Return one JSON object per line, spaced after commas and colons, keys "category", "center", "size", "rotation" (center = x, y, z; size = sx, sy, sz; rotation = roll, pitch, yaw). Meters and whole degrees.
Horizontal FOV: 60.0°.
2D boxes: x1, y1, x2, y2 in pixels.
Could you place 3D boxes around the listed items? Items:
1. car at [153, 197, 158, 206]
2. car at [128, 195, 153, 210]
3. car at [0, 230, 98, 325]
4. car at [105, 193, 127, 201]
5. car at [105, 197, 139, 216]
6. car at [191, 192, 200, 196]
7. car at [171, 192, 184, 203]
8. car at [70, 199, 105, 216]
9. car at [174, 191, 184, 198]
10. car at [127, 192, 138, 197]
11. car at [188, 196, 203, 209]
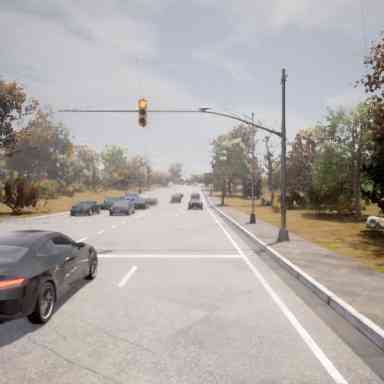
{"category": "car", "center": [-6.626, 1.523, 54.143], "size": [1.895, 1.301, 4.718], "rotation": [0, 1, 1]}
{"category": "car", "center": [-6.732, 1.477, 43.605], "size": [1.882, 1.535, 5.008], "rotation": [0, 0, 1]}
{"category": "car", "center": [-3.400, 1.526, 7.007], "size": [1.812, 1.442, 4.674], "rotation": [0, 0, -1]}
{"category": "car", "center": [-10.238, 1.351, 43.014], "size": [2.097, 1.767, 4.553], "rotation": [0, 0, 1]}
{"category": "car", "center": [-6.834, 1.525, 32.953], "size": [1.812, 1.442, 4.674], "rotation": [0, 0, 1]}
{"category": "car", "center": [0.694, 0.791, 68.720], "size": [1.812, 1.442, 4.674], "rotation": [0, 3, 1]}
{"category": "car", "center": [-2.878, 1.151, 61.377], "size": [1.837, 1.490, 4.892], "rotation": [0, 3, 1]}
{"category": "car", "center": [-10.339, 1.505, 32.535], "size": [1.837, 1.490, 4.892], "rotation": [0, 0, 1]}
{"category": "car", "center": [-2.853, 0.586, 74.082], "size": [1.895, 1.301, 4.718], "rotation": [0, 3, 1]}
{"category": "car", "center": [-10.111, 1.120, 55.064], "size": [2.150, 2.045, 5.566], "rotation": [0, 1, 1]}
{"category": "car", "center": [0.475, 1.600, 45.150], "size": [1.895, 1.301, 4.718], "rotation": [0, 0, 1]}
